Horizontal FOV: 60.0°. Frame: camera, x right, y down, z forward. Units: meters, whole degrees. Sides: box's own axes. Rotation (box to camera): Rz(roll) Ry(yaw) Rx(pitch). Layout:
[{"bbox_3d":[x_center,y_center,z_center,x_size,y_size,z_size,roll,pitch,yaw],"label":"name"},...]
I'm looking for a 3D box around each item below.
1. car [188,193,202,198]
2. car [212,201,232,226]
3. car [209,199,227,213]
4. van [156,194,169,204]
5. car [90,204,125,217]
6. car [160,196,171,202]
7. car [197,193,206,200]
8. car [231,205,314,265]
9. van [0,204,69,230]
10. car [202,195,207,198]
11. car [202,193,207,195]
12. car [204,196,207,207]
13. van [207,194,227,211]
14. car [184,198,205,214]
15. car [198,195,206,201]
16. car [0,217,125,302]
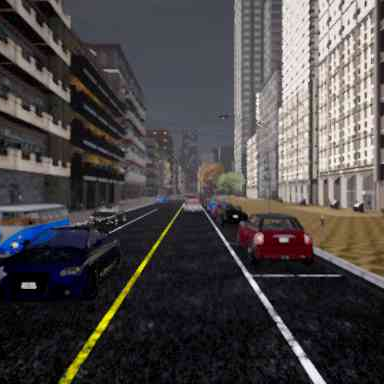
[{"bbox_3d":[0.093,1.327,50.042,2.097,1.767,4.553,0,0,0],"label":"car"},{"bbox_3d":[2.690,1.547,22.725,1.947,1.339,4.313,0,0,0],"label":"car"},{"bbox_3d":[2.689,1.523,28.248,1.887,1.381,4.507,0,0,0],"label":"car"},{"bbox_3d":[-5.695,1.318,61.384,1.690,1.788,3.998,0,0,0],"label":"van"},{"bbox_3d":[-5.691,1.532,22.724,2.008,1.369,4.403,0,0,0],"label":"car"},{"bbox_3d":[-5.697,1.548,72.430,1.947,1.339,4.313,0,0,0],"label":"car"},{"bbox_3d":[2.682,1.317,94.522,2.192,1.841,5.009,0,0,0],"label":"car"},{"bbox_3d":[2.692,1.428,11.678,1.967,1.590,4.097,0,0,0],"label":"car"},{"bbox_3d":[-5.689,1.329,11.678,1.690,1.788,3.998,0,0,0],"label":"van"},{"bbox_3d":[2.687,1.527,50.339,2.008,1.369,4.403,0,0,0],"label":"car"},{"bbox_3d":[2.686,1.291,55.863,2.192,1.841,5.009,0,0,0],"label":"car"},{"bbox_3d":[2.688,1.528,39.293,2.008,1.369,4.403,0,0,0],"label":"car"},{"bbox_3d":[2.689,1.319,33.771,1.690,1.788,3.998,0,0,0],"label":"van"},{"bbox_3d":[0.096,1.578,35.040,1.895,1.301,4.718,0,0,0],"label":"car"},{"bbox_3d":[2.682,1.562,88.999,1.947,1.339,4.313,0,0,0],"label":"car"},{"bbox_3d":[-3.028,1.556,8.184,1.994,1.385,4.181,0,0,0],"label":"car"}]
